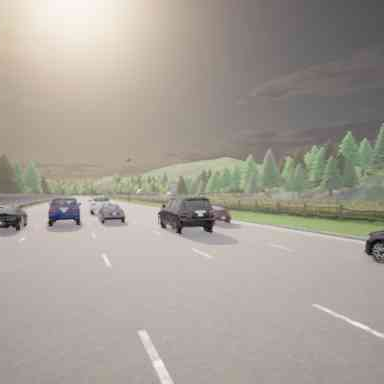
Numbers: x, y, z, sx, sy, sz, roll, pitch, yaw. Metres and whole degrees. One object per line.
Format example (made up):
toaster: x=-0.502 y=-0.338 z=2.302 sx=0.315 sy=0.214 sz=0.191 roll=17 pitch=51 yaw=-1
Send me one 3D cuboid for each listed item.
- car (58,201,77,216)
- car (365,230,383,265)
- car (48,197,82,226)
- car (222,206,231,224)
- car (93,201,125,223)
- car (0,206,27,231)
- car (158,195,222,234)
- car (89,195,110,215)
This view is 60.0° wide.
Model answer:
car: x=-14.050 y=1.810 z=37.644 sx=1.837 sy=1.490 sz=4.892 roll=0 pitch=0 yaw=-20
car: x=7.208 y=1.485 z=9.249 sx=2.128 sy=1.511 sz=4.902 roll=0 pitch=0 yaw=-20
car: x=-9.791 y=1.430 z=25.675 sx=2.150 sy=2.045 sz=5.566 roll=0 pitch=0 yaw=-19
car: x=1.421 y=1.649 z=25.503 sx=1.812 sy=1.442 sz=4.674 roll=0 pitch=0 yaw=-20
car: x=-6.689 y=1.742 z=27.414 sx=2.033 sy=1.411 sz=5.357 roll=0 pitch=0 yaw=-20
car: x=-12.249 y=1.686 z=22.157 sx=1.882 sy=1.535 sz=5.008 roll=0 pitch=0 yaw=-20
car: x=-0.459 y=1.332 z=20.345 sx=2.150 sy=2.045 sz=5.566 roll=0 pitch=0 yaw=-20
car: x=-10.677 y=1.508 z=38.606 sx=2.150 sy=2.045 sz=5.566 roll=0 pitch=0 yaw=-20
